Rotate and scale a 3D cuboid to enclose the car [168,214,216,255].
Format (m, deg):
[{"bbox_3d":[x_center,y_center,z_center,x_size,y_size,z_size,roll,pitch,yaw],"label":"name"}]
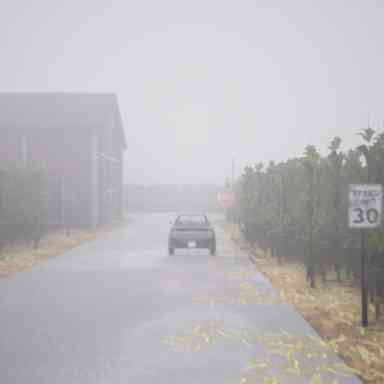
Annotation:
[{"bbox_3d":[0.006,1.705,14.292,2.128,1.511,4.902,0,-1,0],"label":"car"}]
